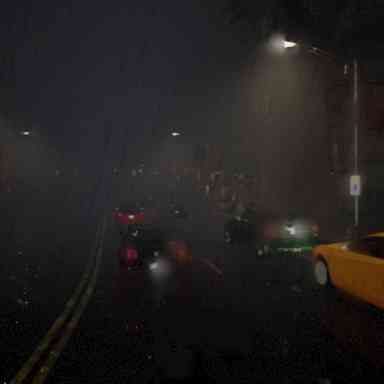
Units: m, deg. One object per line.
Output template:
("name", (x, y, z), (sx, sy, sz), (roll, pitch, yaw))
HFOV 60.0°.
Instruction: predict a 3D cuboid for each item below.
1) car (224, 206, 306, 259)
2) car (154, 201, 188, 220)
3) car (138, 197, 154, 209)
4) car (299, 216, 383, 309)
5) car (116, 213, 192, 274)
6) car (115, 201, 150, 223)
("car", (2.829, 1.328, 12.809), (2.097, 1.767, 4.553), (0, 0, -14))
("car", (-1.665, 1.536, 27.884), (1.994, 1.385, 4.181), (0, 0, -14))
("car", (-6.146, 1.456, 45.181), (2.128, 1.511, 4.902), (0, 0, -14))
("car", (4.119, 1.459, 6.282), (1.882, 1.535, 5.008), (0, 0, -8))
("car", (-1.354, 1.592, 10.591), (1.895, 1.301, 4.718), (0, 0, -12))
("car", (-4.325, 1.548, 23.131), (1.994, 1.385, 4.181), (0, 0, -14))
